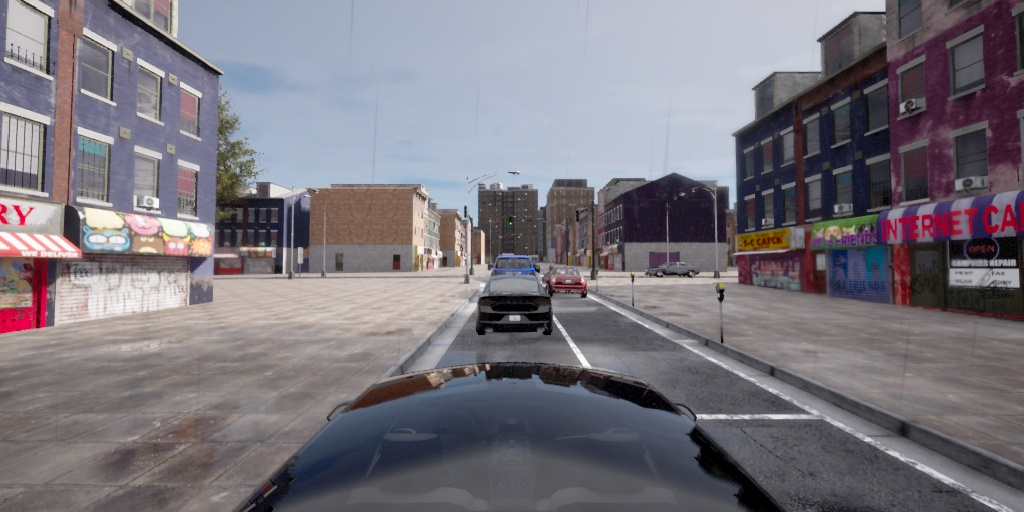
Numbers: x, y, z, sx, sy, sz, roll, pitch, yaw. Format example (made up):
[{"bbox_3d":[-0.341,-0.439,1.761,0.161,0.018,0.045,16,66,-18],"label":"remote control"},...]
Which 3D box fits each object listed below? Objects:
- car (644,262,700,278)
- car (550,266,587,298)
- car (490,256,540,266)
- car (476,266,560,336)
[{"bbox_3d":[14.948,1.316,33.534,4.902,1.511,2.128,0,-2,0],"label":"car"},{"bbox_3d":[2.615,1.211,18.689,1.967,1.591,4.097,0,0,0],"label":"car"},{"bbox_3d":[0.067,0.994,18.363,2.150,2.045,5.566,0,0,0],"label":"car"},{"bbox_3d":[0.035,1.235,10.491,1.882,1.535,5.008,0,0,-1],"label":"car"}]
